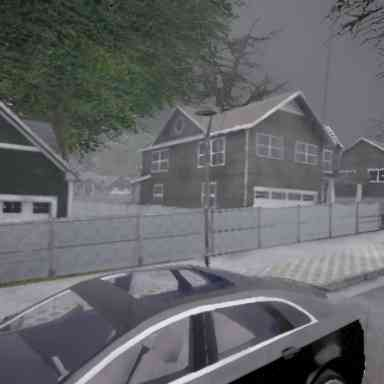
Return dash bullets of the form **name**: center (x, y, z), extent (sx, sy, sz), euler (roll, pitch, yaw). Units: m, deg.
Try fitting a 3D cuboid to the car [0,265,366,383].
- **car**: center (-0.508, 1.497, 2.703), extent (4.902, 1.511, 2.128), euler (0, 0, -36)
